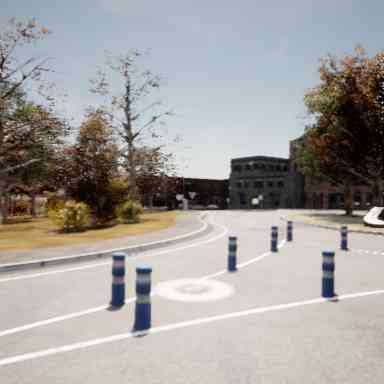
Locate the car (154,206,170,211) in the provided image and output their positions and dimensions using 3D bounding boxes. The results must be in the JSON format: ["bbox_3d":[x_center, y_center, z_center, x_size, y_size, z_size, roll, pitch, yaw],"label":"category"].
[{"bbox_3d":[-8.014,4.921,93.503,2.002,1.452,4.674,2,-4,-35],"label":"car"}]

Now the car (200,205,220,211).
[{"bbox_3d":[4.552,3.664,75.441,2.002,1.452,4.674,3,-5,-35],"label":"car"}]

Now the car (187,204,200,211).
[{"bbox_3d":[1.408,3.966,79.939,2.163,1.488,4.792,2,-4,-35],"label":"car"}]

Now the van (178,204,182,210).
[{"bbox_3d":[-1.793,4.032,84.555,1.878,1.987,4.442,2,-4,-35],"label":"van"}]
